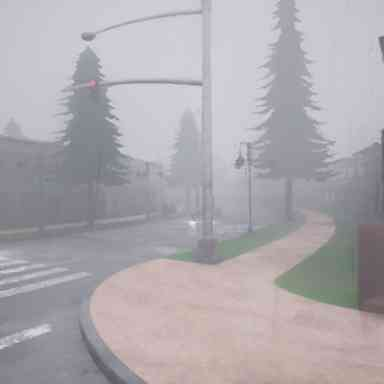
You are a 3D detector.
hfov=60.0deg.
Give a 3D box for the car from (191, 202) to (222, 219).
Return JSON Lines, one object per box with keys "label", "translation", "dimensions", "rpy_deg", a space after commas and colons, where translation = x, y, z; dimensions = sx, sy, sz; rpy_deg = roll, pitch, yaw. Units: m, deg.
{"label": "car", "translation": [1.406, 1.637, 30.118], "dimensions": [1.812, 1.442, 4.674], "rpy_deg": [0, 0, 19]}
